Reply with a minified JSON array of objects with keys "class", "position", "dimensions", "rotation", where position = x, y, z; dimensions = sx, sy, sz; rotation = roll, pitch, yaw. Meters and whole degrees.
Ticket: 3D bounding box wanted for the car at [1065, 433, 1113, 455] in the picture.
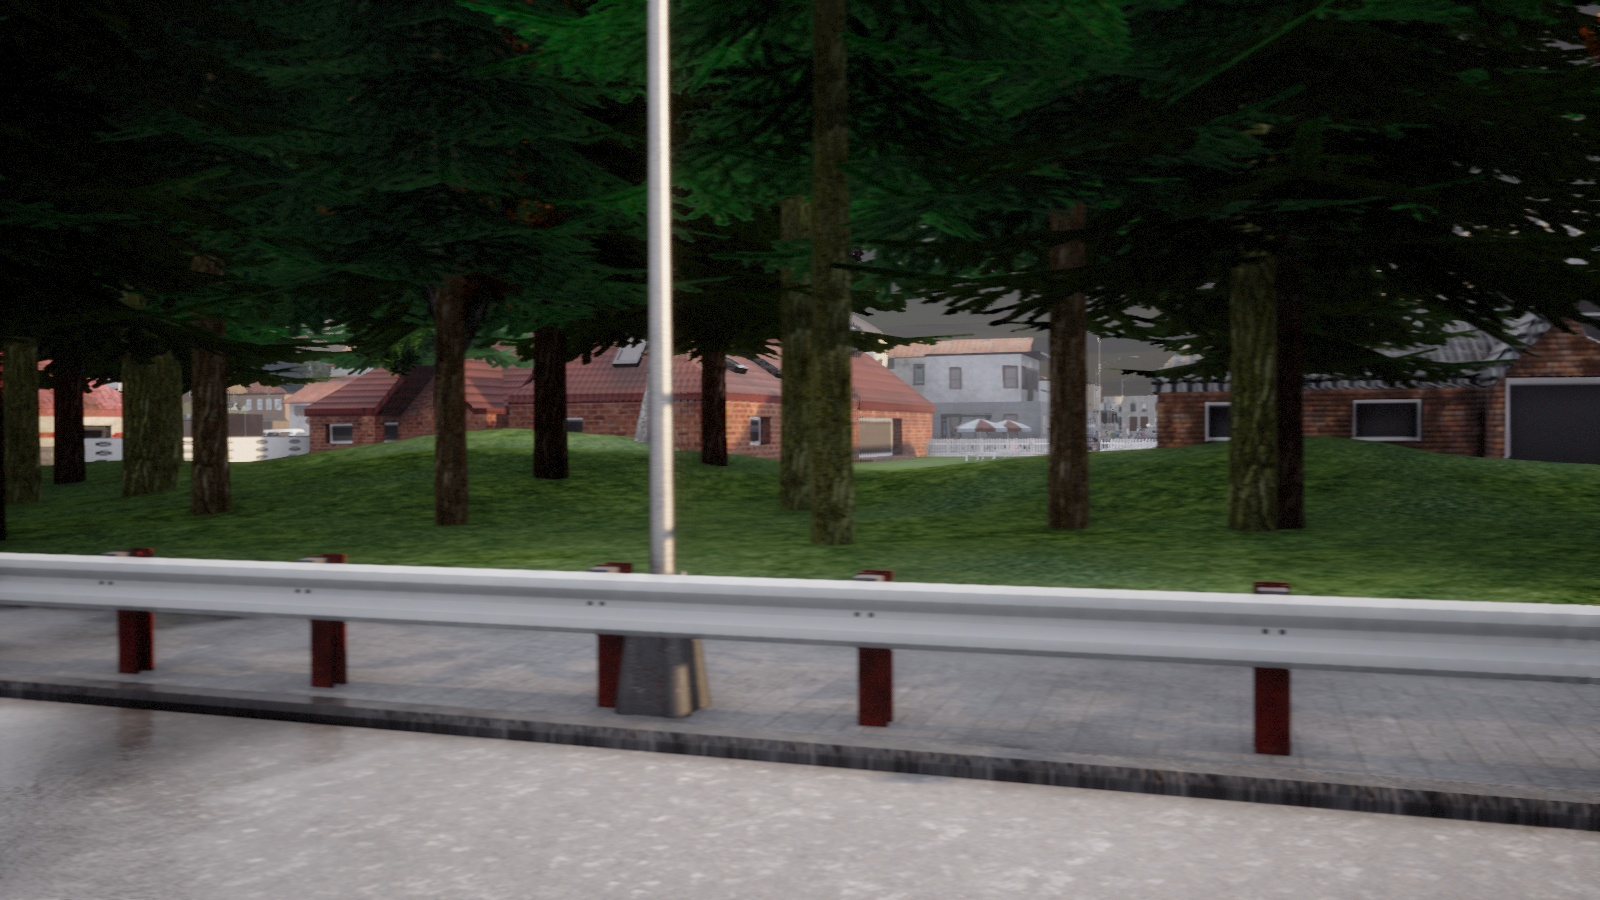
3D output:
[{"class":"car","position":[19.993,-0.449,86.760],"dimensions":[1.845,1.501,3.633],"rotation":[1,1,38]}]
